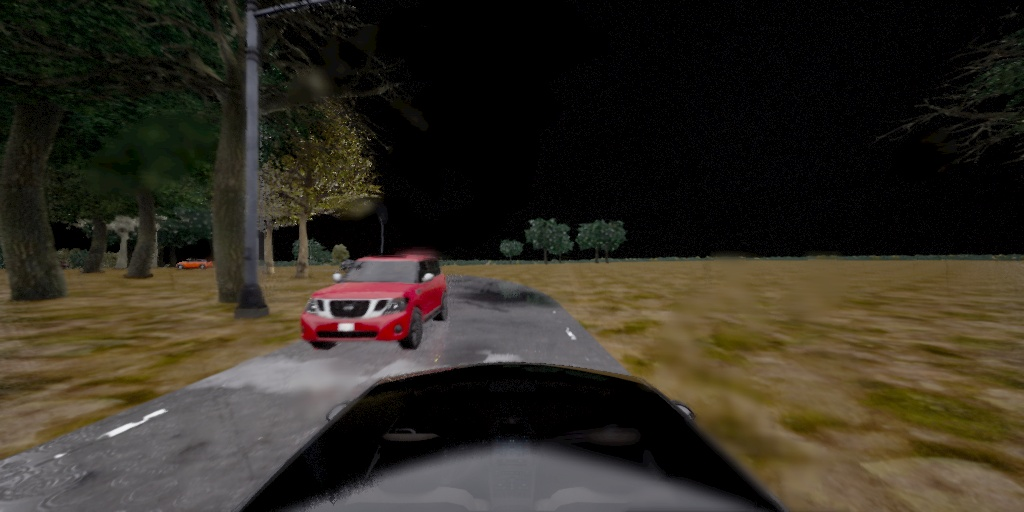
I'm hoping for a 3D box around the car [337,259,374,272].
[{"bbox_3d":[-20.877,1.251,47.720,4.902,1.511,2.128,0,-2,33],"label":"car"}]

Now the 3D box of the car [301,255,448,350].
[{"bbox_3d":[-3.123,0.981,9.485,2.150,2.045,5.566,0,0,0],"label":"car"}]
